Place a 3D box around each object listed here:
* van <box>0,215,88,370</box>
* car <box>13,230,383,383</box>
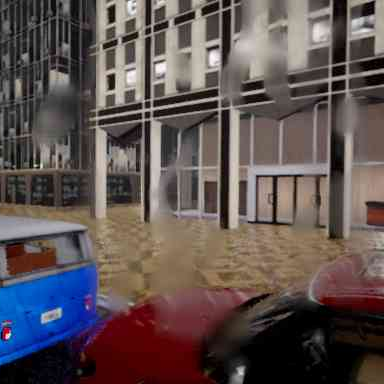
[{"bbox_3d":[-3.238,1.263,5.147,3.998,1.788,1.690,1,2,35],"label":"van"},{"bbox_3d":[1.406,1.290,1.871,5.009,1.841,2.192,1,2,35],"label":"car"}]
